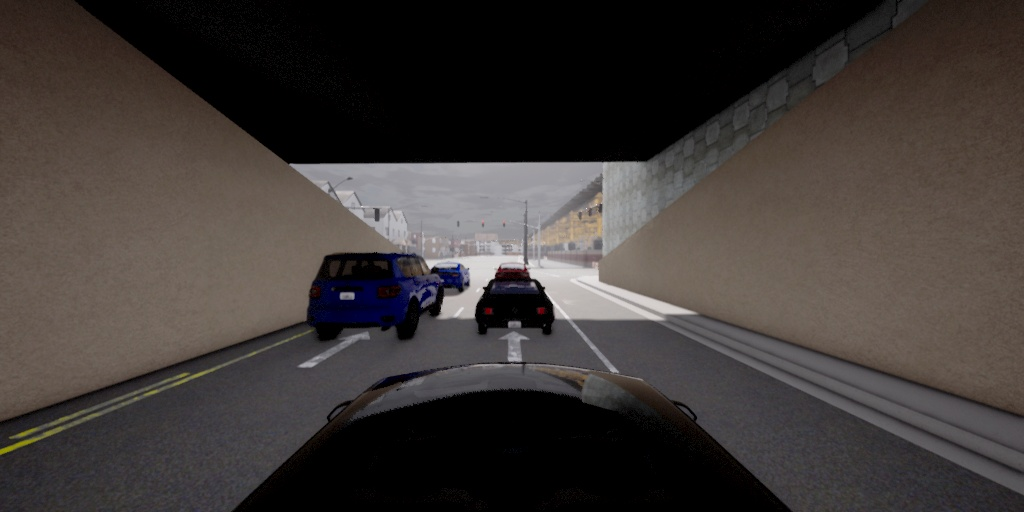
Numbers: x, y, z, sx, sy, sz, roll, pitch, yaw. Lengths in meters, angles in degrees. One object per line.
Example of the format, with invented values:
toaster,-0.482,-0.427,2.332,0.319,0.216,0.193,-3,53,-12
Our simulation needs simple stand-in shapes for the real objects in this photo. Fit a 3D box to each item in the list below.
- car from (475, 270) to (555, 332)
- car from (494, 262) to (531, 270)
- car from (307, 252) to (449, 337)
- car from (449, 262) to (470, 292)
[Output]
car,0.060,1.276,10.493,1.895,1.301,4.718,0,0,0
car,0.022,1.073,19.859,1.882,1.535,5.008,0,0,0
car,-3.435,0.900,10.125,2.150,2.045,5.566,0,1,0
car,-3.479,1.071,20.112,1.882,1.535,5.008,0,0,0
